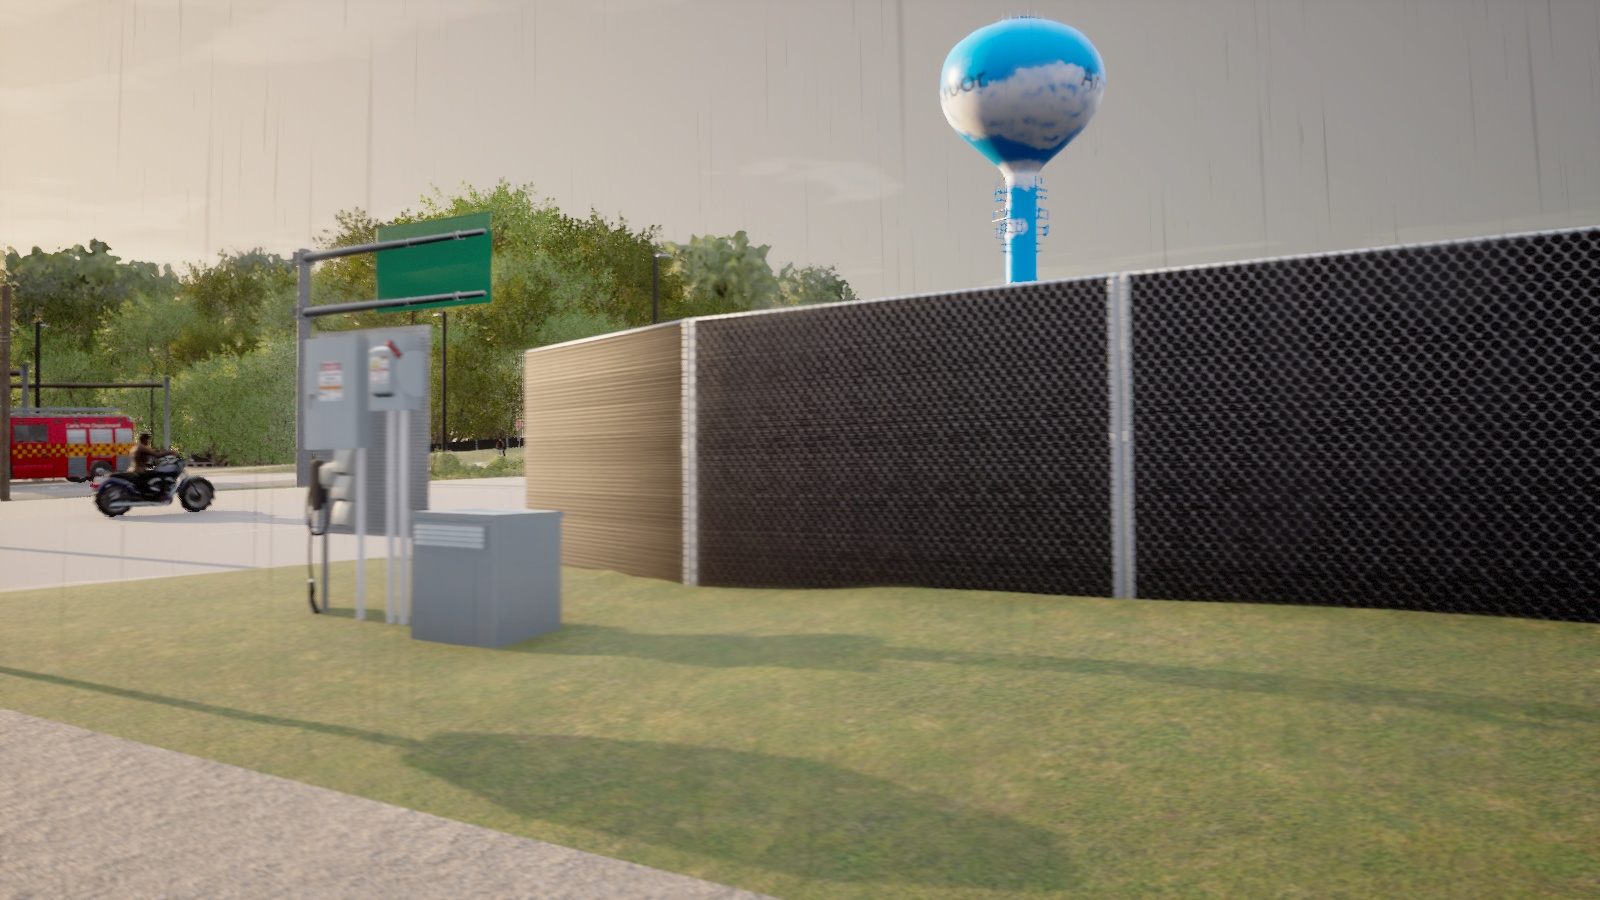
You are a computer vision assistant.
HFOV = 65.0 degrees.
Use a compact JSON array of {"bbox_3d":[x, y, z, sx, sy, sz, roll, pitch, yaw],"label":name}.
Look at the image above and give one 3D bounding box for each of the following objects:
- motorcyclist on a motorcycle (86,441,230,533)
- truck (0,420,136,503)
[{"bbox_3d":[-12.429,0.688,24.396,0.766,1.649,2.350,-1,1,34],"label":"motorcyclist on a motorcycle"},{"bbox_3d":[-37.724,0.528,61.794,2.891,3.827,8.468,-1,1,33],"label":"truck"}]
